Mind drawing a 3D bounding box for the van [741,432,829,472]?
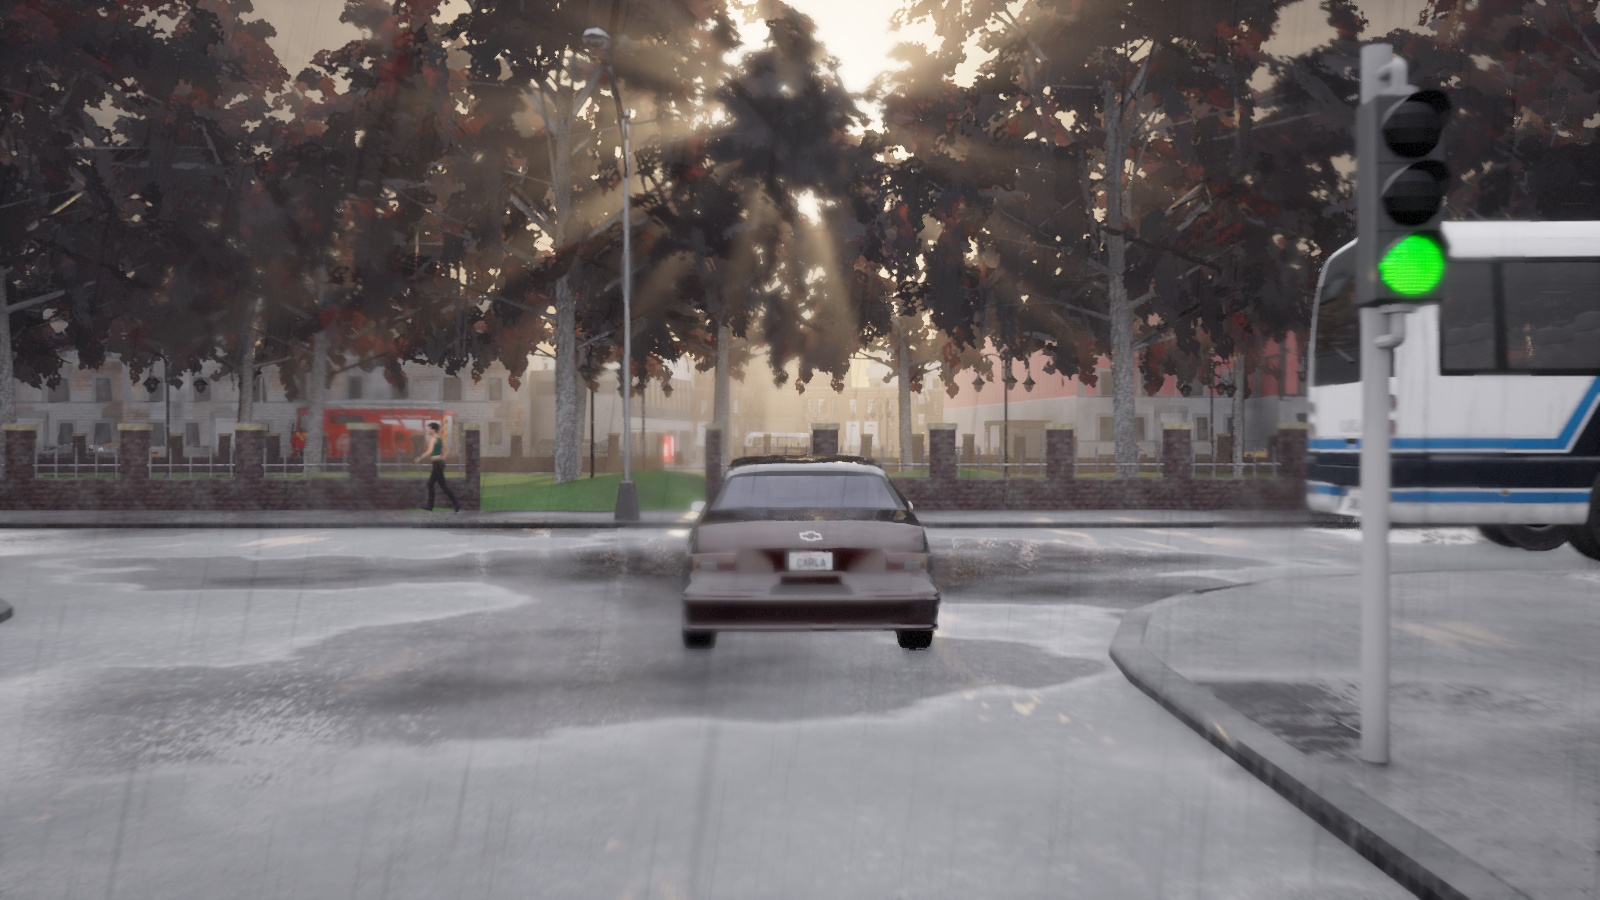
[{"bbox_3d":[-0.747,0.114,65.147,4.480,2.038,2.069,0,0,0],"label":"van"}]

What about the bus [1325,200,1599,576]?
[{"bbox_3d":[12.657,-0.707,15.996,10.273,4.253,3.944,0,0,3],"label":"bus"}]

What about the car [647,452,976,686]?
[{"bbox_3d":[0.025,0.737,10.447,2.033,1.411,5.357,0,0,-1],"label":"car"}]

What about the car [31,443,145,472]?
[{"bbox_3d":[-36.975,0.365,65.288,4.892,1.490,1.837,0,0,0],"label":"car"}]

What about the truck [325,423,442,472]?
[{"bbox_3d":[-21.556,-0.116,65.233,5.204,2.467,2.627,0,0,0],"label":"truck"}]

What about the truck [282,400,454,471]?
[{"bbox_3d":[-23.724,-0.815,69.237,8.468,3.827,2.891,0,0,0],"label":"truck"}]

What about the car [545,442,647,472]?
[{"bbox_3d":[-10.551,0.338,65.195,4.902,1.511,2.128,0,0,0],"label":"car"}]

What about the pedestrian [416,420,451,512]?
[{"bbox_3d":[-7.363,0.313,25.218,0.594,1.836,0.345,0,0,0],"label":"pedestrian"}]
